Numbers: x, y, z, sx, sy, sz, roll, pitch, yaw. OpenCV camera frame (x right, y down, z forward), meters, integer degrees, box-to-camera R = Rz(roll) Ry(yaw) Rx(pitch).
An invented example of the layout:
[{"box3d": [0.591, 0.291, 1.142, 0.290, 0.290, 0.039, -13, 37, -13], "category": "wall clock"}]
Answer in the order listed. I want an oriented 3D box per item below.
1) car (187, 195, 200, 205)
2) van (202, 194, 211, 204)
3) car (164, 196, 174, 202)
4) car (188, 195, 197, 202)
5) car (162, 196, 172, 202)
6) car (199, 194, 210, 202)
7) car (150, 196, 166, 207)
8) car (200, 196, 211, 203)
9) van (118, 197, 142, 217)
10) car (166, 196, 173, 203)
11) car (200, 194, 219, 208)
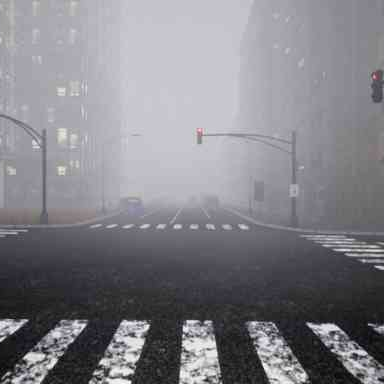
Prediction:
[{"box3d": [0.067, 1.623, 60.165, 1.895, 1.301, 4.718, 0, 0, 0], "category": "car"}, {"box3d": [2.756, 1.366, 63.944, 1.690, 1.788, 3.998, 0, 0, 0], "category": "van"}, {"box3d": [-5.606, 1.589, 80.604, 2.008, 1.369, 4.403, 0, 0, 0], "category": "car"}, {"box3d": [0.076, 1.379, 70.141, 1.837, 1.490, 4.892, 0, 0, 0], "category": "car"}, {"box3d": [-5.613, 1.559, 74.883, 1.752, 1.417, 4.829, 0, 0, 0], "category": "car"}, {"box3d": [2.768, 1.348, 75.045, 2.192, 1.841, 5.009, 0, 0, 0], "category": "car"}, {"box3d": [-5.635, 1.543, 52.679, 1.752, 1.417, 4.829, 0, 0, 0], "category": "car"}, {"box3d": [2.763, 1.579, 69.494, 2.008, 1.369, 4.403, 0, 0, 0], "category": "car"}, {"box3d": [-5.658, 1.347, 30.646, 1.690, 1.788, 3.998, 0, 0, 0], "category": "van"}, {"box3d": [-5.618, 1.469, 69.502, 1.967, 1.590, 4.097, 0, 0, 0], "category": "car"}, {"box3d": [2.739, 1.329, 47.291, 2.192, 1.841, 5.009, 0, 0, 0], "category": "car"}]
